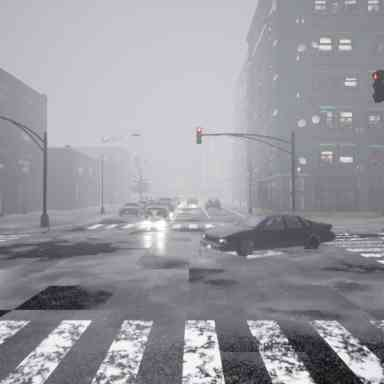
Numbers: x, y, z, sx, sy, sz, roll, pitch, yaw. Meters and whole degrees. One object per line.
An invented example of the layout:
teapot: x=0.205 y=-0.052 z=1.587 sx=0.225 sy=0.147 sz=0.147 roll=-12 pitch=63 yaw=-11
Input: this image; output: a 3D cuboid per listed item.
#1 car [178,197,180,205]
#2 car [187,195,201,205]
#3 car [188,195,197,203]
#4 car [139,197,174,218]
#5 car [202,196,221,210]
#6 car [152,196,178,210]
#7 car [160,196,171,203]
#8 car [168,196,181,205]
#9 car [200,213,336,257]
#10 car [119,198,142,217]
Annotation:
car: x=-3.084 y=1.539 z=47.919 sx=1.812 sy=1.442 sz=4.674 roll=0 pitch=0 yaw=0
car: x=0.107 y=1.581 z=59.697 sx=1.994 sy=1.385 sz=4.181 roll=0 pitch=0 yaw=0
car: x=0.091 y=1.499 z=69.976 sx=1.882 sy=1.535 sz=5.008 roll=0 pitch=0 yaw=0
car: x=-3.093 y=1.500 z=29.905 sx=2.128 sy=1.511 sz=4.902 roll=0 pitch=0 yaw=0
car: x=2.712 y=1.452 z=43.185 sx=1.967 sy=1.590 sz=4.097 roll=1 pitch=0 yaw=0
car: x=-3.090 y=1.363 z=38.924 sx=2.097 sy=1.767 sz=4.553 roll=0 pitch=0 yaw=0
car: x=-5.666 y=1.604 z=71.559 sx=1.802 sy=1.307 sz=4.206 roll=1 pitch=0 yaw=0
car: x=-3.044 y=1.495 z=58.345 sx=1.882 sy=1.535 sz=5.008 roll=0 pitch=0 yaw=1
car: x=3.034 y=1.547 z=12.930 sx=5.357 sy=1.411 sz=2.033 roll=0 pitch=0 yaw=-24
car: x=-5.748 y=1.554 z=31.757 sx=1.887 sy=1.381 sz=4.507 roll=1 pitch=0 yaw=0
